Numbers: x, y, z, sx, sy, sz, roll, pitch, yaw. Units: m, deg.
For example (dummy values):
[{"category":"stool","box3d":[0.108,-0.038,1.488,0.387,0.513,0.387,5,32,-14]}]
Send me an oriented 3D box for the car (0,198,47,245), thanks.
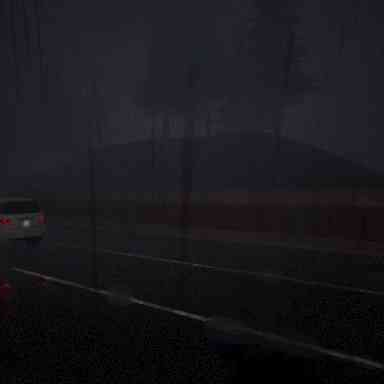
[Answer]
[{"category":"car","box3d":[-8.487,1.255,14.155,5.566,2.045,2.150,0,0,35]}]
